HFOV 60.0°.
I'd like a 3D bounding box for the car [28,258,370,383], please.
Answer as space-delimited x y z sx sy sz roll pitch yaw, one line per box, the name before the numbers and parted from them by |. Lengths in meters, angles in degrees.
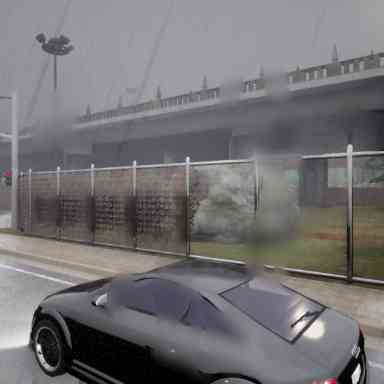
car | -0.173 1.564 4.114 4.181 1.385 1.994 0 0 36
